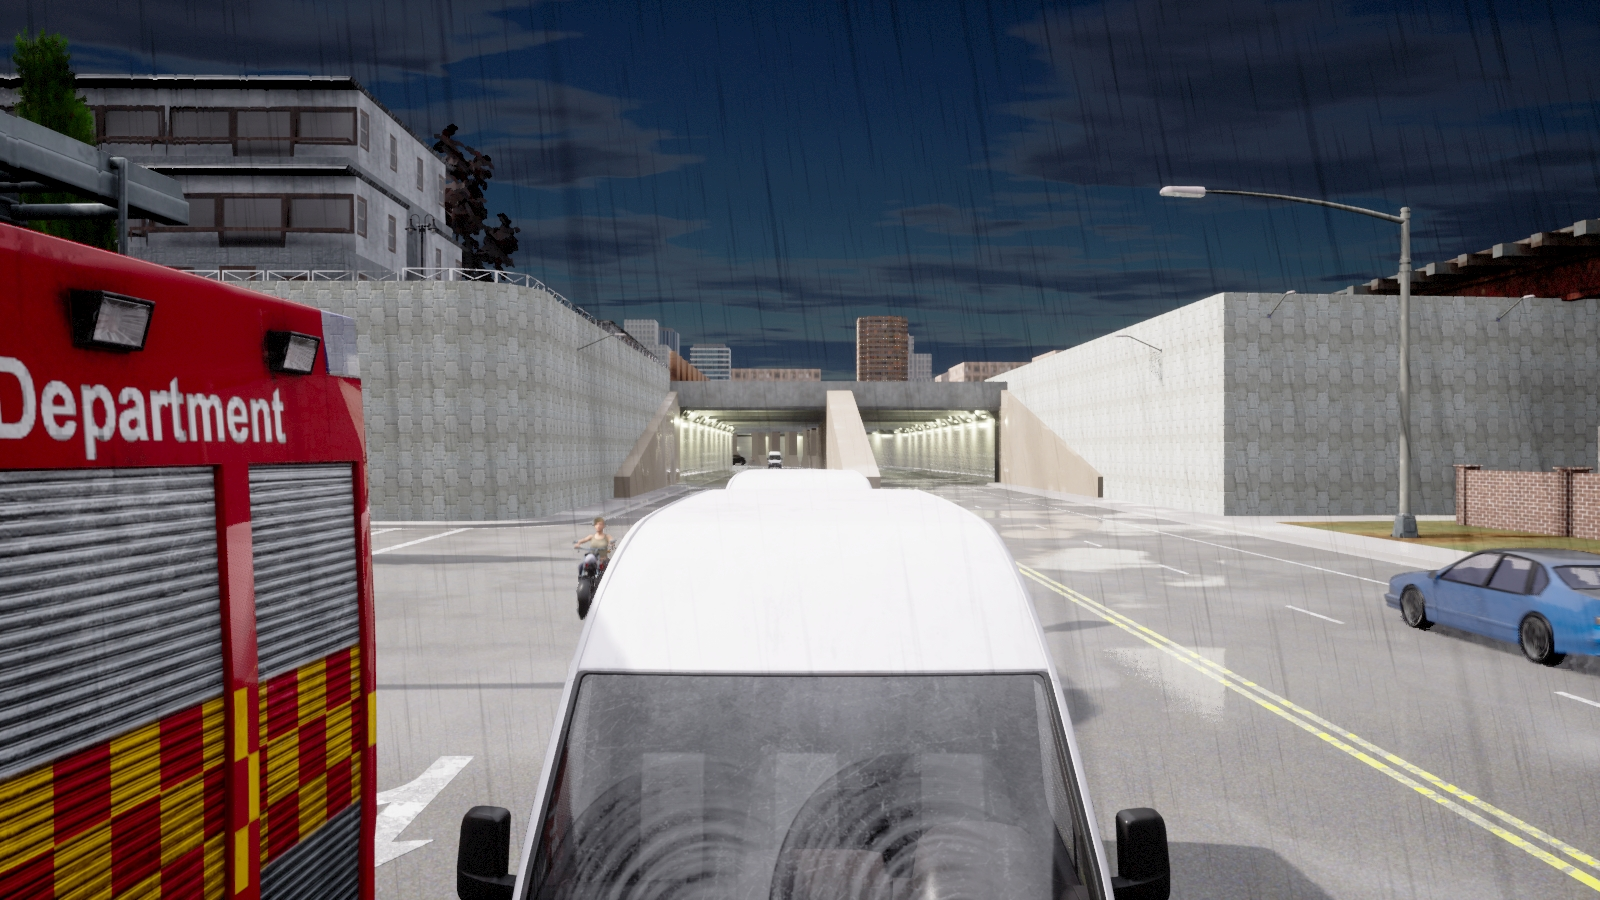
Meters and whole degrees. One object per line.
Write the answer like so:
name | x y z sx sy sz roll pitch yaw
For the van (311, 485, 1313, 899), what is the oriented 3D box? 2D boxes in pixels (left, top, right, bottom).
van | 0.047 1.534 5.226 1.988 2.561 5.915 0 0 1

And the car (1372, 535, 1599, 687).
car | 10.489 2.106 16.246 2.033 1.411 5.357 0 0 0

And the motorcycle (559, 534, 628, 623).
motorcycle | -3.522 2.170 19.694 0.764 1.277 2.356 0 0 0
